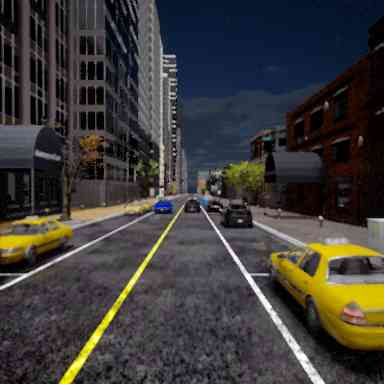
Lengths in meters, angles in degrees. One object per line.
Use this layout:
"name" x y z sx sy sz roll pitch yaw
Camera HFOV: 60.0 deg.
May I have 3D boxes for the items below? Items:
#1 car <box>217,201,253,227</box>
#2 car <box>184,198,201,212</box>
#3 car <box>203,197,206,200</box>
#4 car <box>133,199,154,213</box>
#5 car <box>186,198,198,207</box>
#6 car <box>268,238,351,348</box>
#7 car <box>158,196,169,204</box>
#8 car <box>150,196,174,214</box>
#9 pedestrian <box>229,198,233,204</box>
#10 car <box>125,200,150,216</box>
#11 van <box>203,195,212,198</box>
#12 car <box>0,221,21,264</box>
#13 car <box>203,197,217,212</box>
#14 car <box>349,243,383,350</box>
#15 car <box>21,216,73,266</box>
"car" 3.001 1.567 23.106 1.837 1.490 4.892 0 0 0
"car" 0.042 1.609 40.132 1.837 1.490 4.892 0 0 0
"car" 2.682 1.700 45.024 1.802 1.307 4.206 -1 0 0
"car" -5.700 1.629 39.332 1.752 1.417 4.829 -1 0 0
"car" 0.004 1.667 53.757 1.812 1.442 4.674 0 0 0
"car" 2.679 1.543 6.453 1.752 1.417 4.829 -1 0 0
"car" -5.700 1.617 67.178 1.967 1.590 4.097 -1 0 0
"car" -3.088 1.574 36.860 1.882 1.535 5.008 0 0 0
"pedestrian" 3.002 1.363 26.039 0.375 1.860 0.375 -1 1 -2
"car" -5.700 1.614 33.798 1.752 1.417 4.829 -1 0 0
"van" 2.679 1.489 56.094 1.690 1.788 3.998 -1 0 0
"car" -5.704 1.332 6.294 2.192 1.841 5.009 -1 0 0
"car" 2.681 1.670 39.490 1.947 1.339 4.313 -1 0 0
"car" 2.675 1.318 0.749 2.192 1.841 5.009 -1 0 0
"car" -5.701 1.556 11.659 1.752 1.417 4.829 -1 0 0
